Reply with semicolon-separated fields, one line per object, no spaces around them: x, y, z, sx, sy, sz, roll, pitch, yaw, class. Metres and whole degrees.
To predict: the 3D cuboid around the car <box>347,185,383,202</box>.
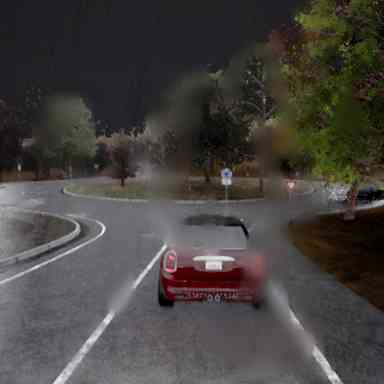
15.833;0.044;30.209;1.895;1.301;4.718;5;8;43;car

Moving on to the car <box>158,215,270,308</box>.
0.484;1.322;8.096;2.097;1.767;4.553;0;0;3;car
